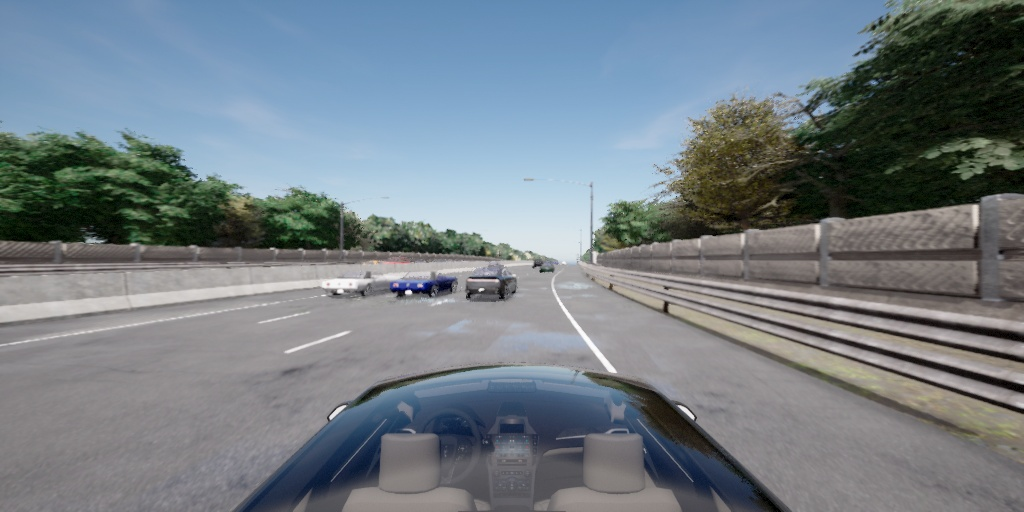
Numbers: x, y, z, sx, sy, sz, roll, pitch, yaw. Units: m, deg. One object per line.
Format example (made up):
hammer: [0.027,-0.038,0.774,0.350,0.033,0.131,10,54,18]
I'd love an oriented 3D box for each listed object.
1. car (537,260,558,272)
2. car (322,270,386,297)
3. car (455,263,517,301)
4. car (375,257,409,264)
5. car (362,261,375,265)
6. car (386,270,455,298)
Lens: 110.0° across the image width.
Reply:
car: [5.353,1.705,53.704,1.994,1.385,4.181,0,0,10]
car: [-7.826,1.405,19.323,1.895,1.301,4.718,0,0,10]
car: [-0.927,1.305,18.087,2.128,1.511,4.902,0,0,10]
car: [-16.528,1.204,50.813,2.150,2.045,5.566,0,0,10]
car: [-19.965,1.444,51.447,1.882,1.535,5.008,0,0,10]
car: [-4.380,1.402,18.714,1.895,1.301,4.718,0,0,10]
